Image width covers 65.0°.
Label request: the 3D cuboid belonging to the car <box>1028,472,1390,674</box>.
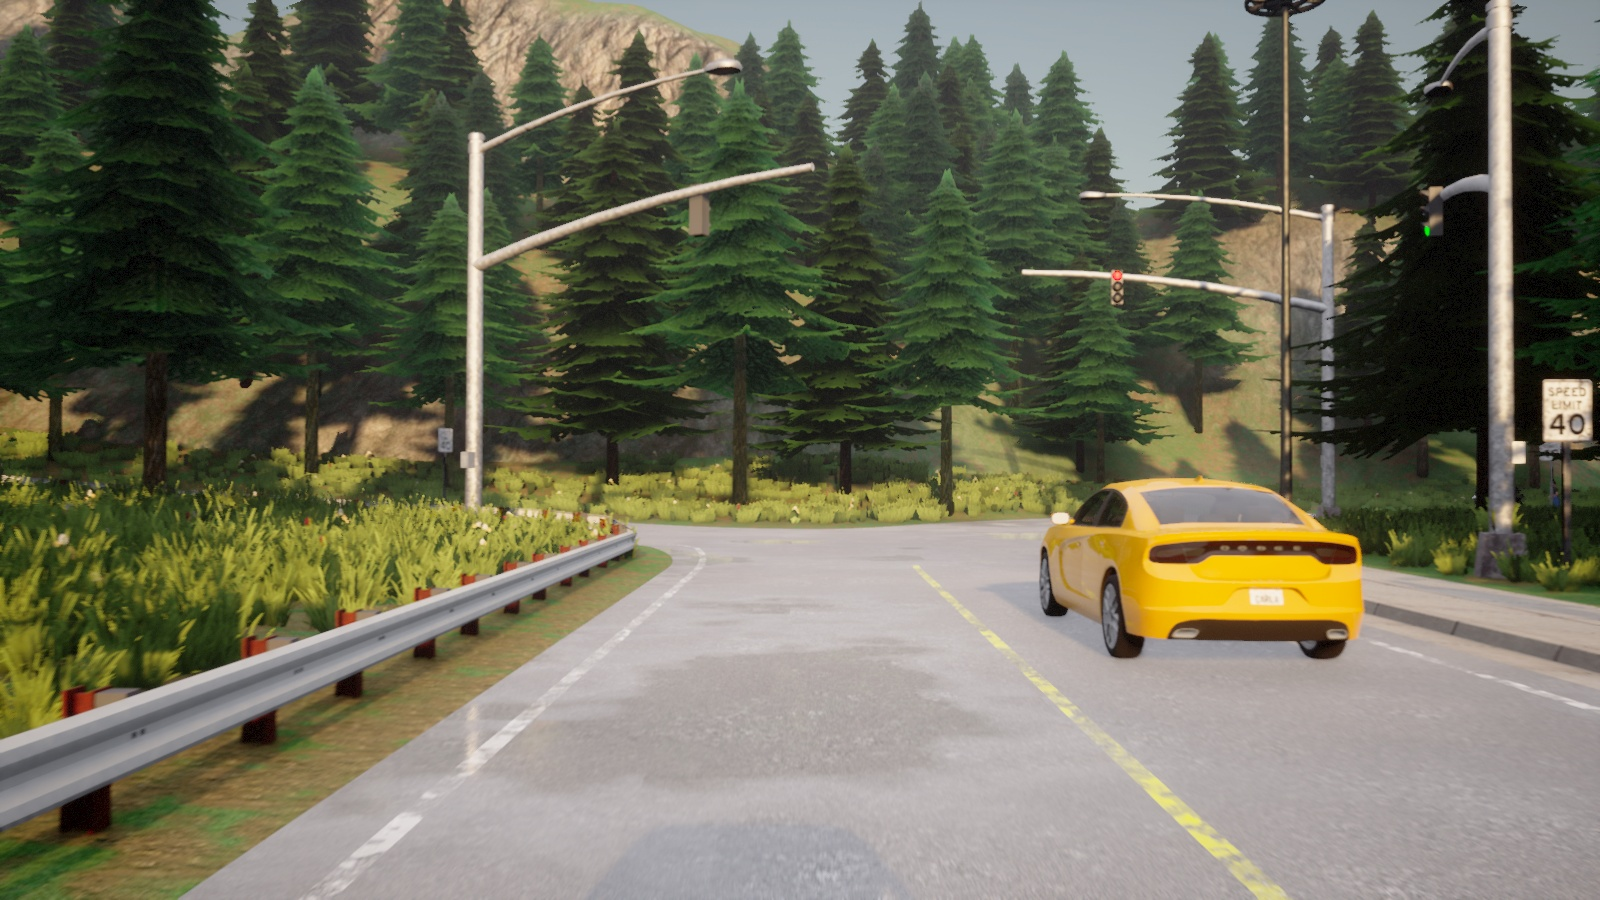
[{"bbox_3d":[3.575,0.981,12.089,1.882,1.535,5.008,0,-1,1],"label":"car"}]

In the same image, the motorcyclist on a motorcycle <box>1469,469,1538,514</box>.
[{"bbox_3d":[24.442,1.432,43.616,2.044,1.523,0.797,0,0,-9],"label":"motorcyclist on a motorcycle"}]
